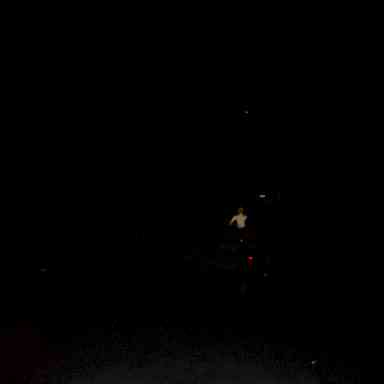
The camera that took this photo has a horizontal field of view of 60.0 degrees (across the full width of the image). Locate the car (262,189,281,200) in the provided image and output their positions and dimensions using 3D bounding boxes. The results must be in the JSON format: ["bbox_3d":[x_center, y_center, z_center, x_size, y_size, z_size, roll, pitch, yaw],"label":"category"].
[{"bbox_3d":[13.715,0.543,57.232,1.882,1.535,5.008,1,1,18],"label":"car"}]

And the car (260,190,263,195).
[{"bbox_3d":[17.192,0.058,77.954,2.033,1.411,5.357,1,2,18],"label":"car"}]

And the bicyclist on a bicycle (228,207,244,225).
[{"bbox_3d":[1.670,1.325,11.506,0.866,1.612,1.509,1,0,6],"label":"bicyclist on a bicycle"}]

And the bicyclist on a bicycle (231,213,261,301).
[{"bbox_3d":[1.234,1.390,7.186,0.582,1.620,1.656,0,0,4],"label":"bicyclist on a bicycle"}]
